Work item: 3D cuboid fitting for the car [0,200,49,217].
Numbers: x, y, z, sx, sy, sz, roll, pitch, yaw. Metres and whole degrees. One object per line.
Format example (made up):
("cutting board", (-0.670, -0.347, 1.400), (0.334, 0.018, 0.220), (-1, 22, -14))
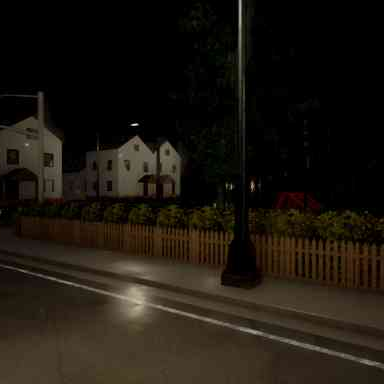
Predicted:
("car", (-15.048, 1.491, 30.648), (2.128, 1.511, 4.902), (0, 0, 35))

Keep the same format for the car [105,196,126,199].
("car", (-9.400, 1.352, 38.817), (2.097, 1.767, 4.553), (0, 0, 35))
